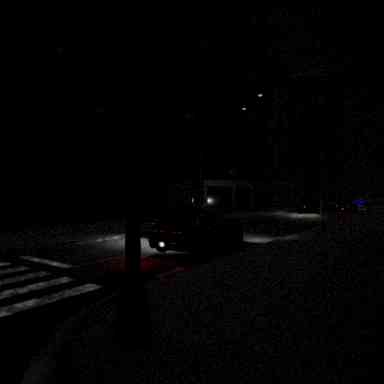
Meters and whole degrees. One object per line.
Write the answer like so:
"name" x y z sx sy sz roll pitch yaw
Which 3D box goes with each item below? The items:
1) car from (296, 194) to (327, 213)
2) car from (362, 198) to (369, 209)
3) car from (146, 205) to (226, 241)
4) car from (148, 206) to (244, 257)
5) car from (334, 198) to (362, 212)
"car" 13.264 1.203 36.777 2.150 2.045 5.566 0 0 35
"car" 23.589 1.530 46.749 1.812 1.442 4.674 0 0 35
"car" -0.127 1.508 17.455 1.812 1.442 4.674 0 0 35
"car" 0.361 1.503 13.147 1.837 1.490 4.892 0 0 35
"car" 17.840 1.598 38.352 1.895 1.301 4.718 0 0 35
